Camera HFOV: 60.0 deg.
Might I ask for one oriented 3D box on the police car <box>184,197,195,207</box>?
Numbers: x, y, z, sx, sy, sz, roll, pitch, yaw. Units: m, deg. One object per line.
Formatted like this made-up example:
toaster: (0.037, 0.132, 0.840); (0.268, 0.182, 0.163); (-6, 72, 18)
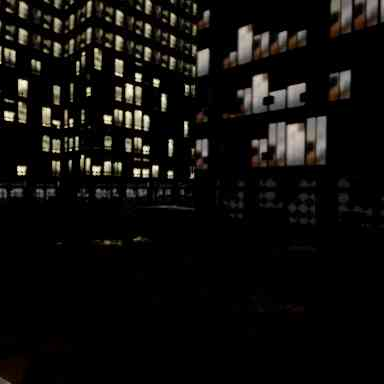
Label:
police car: (1.064, 1.241, 44.382); (2.038, 1.542, 4.974); (1, 1, 44)
